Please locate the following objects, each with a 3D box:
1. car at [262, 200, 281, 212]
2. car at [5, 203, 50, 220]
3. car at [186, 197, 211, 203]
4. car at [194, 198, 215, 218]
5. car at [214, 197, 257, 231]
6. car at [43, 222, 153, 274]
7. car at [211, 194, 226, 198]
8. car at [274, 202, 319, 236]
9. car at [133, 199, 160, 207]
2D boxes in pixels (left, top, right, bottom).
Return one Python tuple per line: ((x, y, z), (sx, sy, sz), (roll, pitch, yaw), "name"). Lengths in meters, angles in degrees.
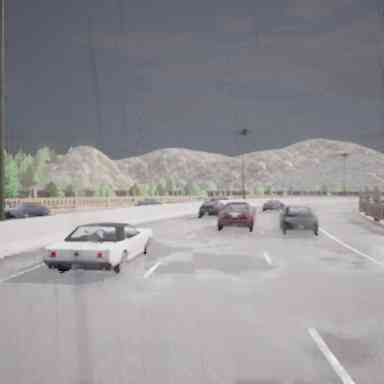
((9.873, 1.628, 39.851), (2.033, 1.411, 5.357), (0, 0, 27), "car")
((-13.671, 1.561, 27.306), (1.994, 1.385, 4.181), (0, 0, 16), "car")
((0.490, 1.585, 44.812), (1.812, 1.442, 4.674), (0, 0, 27), "car")
((2.018, 1.550, 30.122), (1.837, 1.490, 4.892), (0, 0, 19), "car")
((2.951, 1.388, 21.039), (2.097, 1.767, 4.553), (0, 0, 14), "car")
((-2.618, 1.607, 10.585), (1.895, 1.301, 4.718), (0, 0, 7), "car")
((5.192, 1.261, 65.341), (2.097, 1.767, 4.553), (0, 0, 38), "car")
((6.026, 1.534, 19.032), (2.128, 1.511, 4.902), (0, 0, 13), "car")
((-5.450, 1.601, 40.378), (1.994, 1.385, 4.181), (0, 0, 24), "car")
